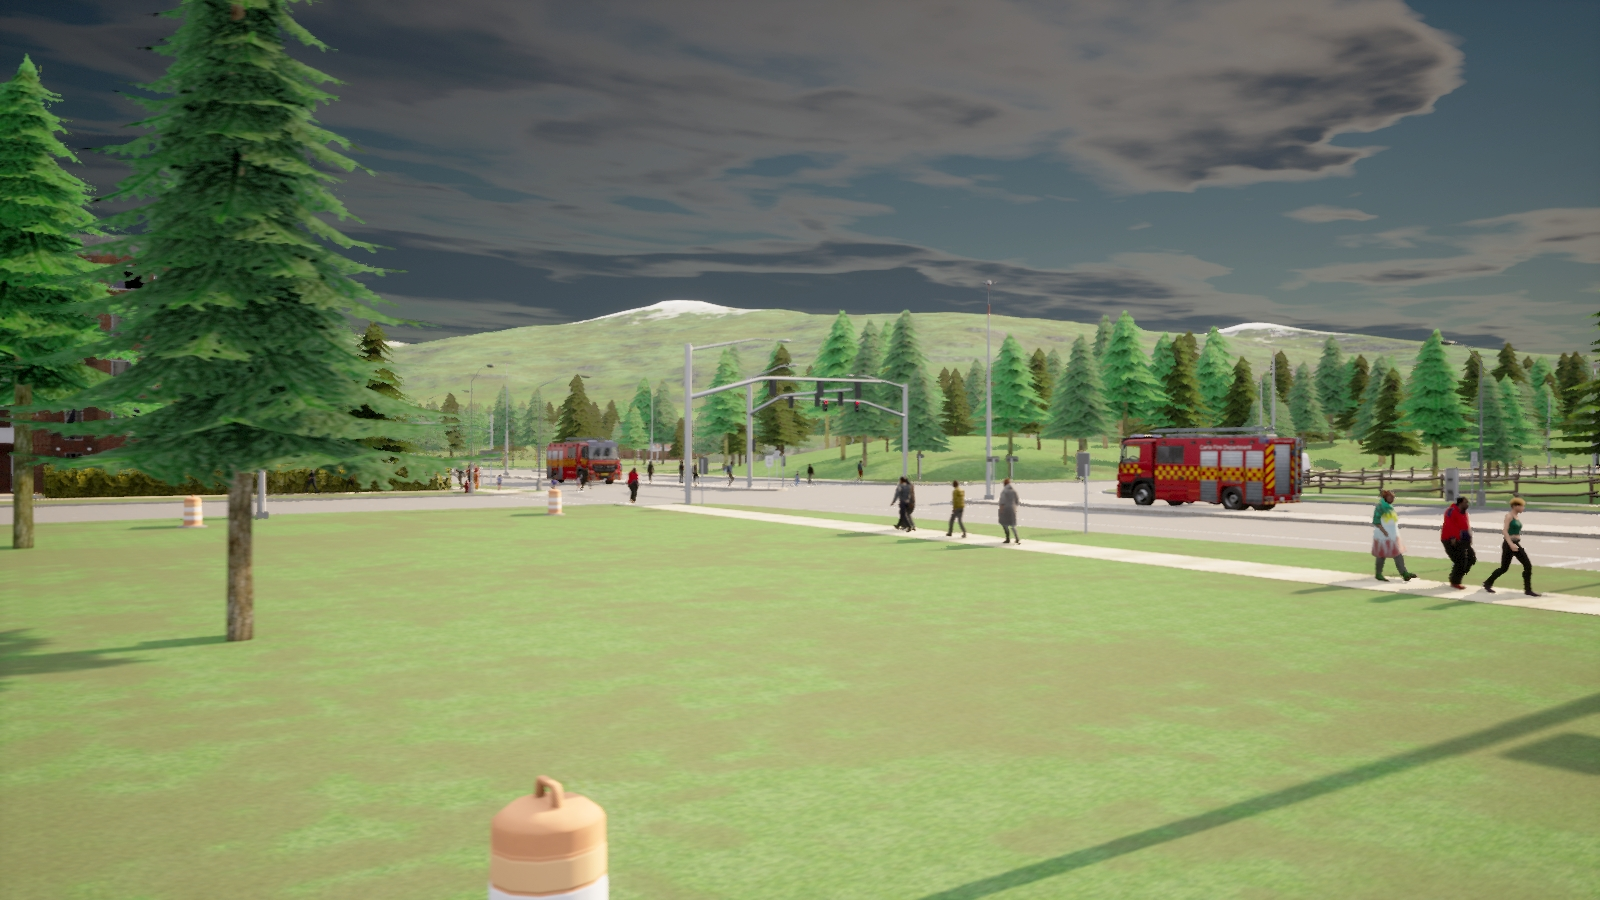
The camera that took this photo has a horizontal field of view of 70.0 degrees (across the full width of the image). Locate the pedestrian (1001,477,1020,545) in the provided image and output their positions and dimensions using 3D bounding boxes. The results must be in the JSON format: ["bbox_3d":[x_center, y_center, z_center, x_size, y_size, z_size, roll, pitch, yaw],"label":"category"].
[{"bbox_3d":[5.854,1.694,31.778,0.375,1.860,0.375,0,0,-28],"label":"pedestrian"}]

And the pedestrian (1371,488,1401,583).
[{"bbox_3d":[11.708,1.695,22.833,0.375,1.860,0.375,0,0,-28],"label":"pedestrian"}]

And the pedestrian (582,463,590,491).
[{"bbox_3d":[-14.521,1.845,77.586,0.375,1.860,0.375,0,0,-37],"label":"pedestrian"}]

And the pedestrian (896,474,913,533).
[{"bbox_3d":[3.321,1.693,36.339,0.375,1.860,0.375,0,0,-30],"label":"pedestrian"}]

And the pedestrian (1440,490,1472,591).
[{"bbox_3d":[12.379,1.694,21.563,0.375,1.860,0.375,0,0,-31],"label":"pedestrian"}]

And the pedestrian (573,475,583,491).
[{"bbox_3d":[-14.979,2.225,77.020,0.500,1.100,0.500,0,0,-34],"label":"pedestrian"}]

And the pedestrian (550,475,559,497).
[{"bbox_3d":[-14.470,2.125,67.437,0.375,1.300,0.375,0,0,-42],"label":"pedestrian"}]

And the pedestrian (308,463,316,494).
[{"bbox_3d":[-28.926,1.694,67.743,0.375,1.860,0.375,0,0,-33],"label":"pedestrian"}]

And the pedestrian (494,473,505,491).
[{"bbox_3d":[-19.397,2.071,73.734,0.500,1.100,0.500,0,0,7],"label":"pedestrian"}]

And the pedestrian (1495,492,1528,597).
[{"bbox_3d":[12.880,1.694,20.683,0.375,1.860,0.375,0,0,-30],"label":"pedestrian"}]

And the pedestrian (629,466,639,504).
[{"bbox_3d":[-8.120,1.693,55.785,0.375,1.860,0.375,0,0,-34],"label":"pedestrian"}]

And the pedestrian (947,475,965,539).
[{"bbox_3d":[4.645,1.693,33.966,0.375,1.860,0.375,0,0,-30],"label":"pedestrian"}]

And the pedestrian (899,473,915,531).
[{"bbox_3d":[3.476,1.693,37.203,0.375,1.860,0.375,0,0,-29],"label":"pedestrian"}]

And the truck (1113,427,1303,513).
[{"bbox_3d":[19.316,0.885,54.737,2.891,3.827,8.468,0,0,-34],"label":"truck"}]

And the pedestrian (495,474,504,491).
[{"bbox_3d":[-19.223,2.073,73.149,0.500,1.100,0.500,0,0,-5],"label":"pedestrian"}]

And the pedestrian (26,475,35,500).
[{"bbox_3d":[-40.331,1.975,59.886,0.375,1.300,0.375,0,0,-36],"label":"pedestrian"}]

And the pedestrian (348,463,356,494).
[{"bbox_3d":[-27.056,1.694,69.062,0.375,1.860,0.375,0,0,-34],"label":"pedestrian"}]
